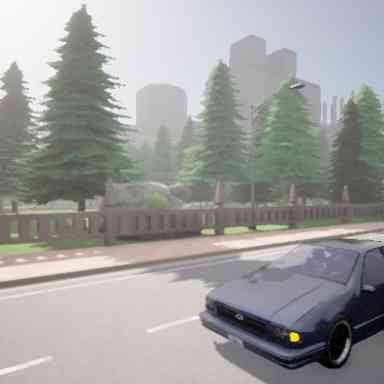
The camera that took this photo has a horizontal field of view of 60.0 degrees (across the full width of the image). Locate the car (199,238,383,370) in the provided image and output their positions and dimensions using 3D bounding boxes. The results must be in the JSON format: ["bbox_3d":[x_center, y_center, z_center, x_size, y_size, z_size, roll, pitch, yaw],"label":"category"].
[{"bbox_3d":[2.721,1.584,5.975,5.357,1.411,2.033,0,-1,-36],"label":"car"}]
